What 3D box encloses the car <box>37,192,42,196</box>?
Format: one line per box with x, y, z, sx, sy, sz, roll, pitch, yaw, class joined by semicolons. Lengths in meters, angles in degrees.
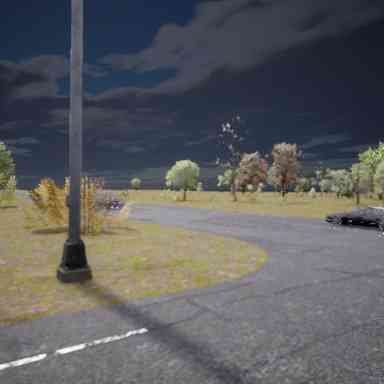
-39.748;0.706;86.549;1.895;1.301;4.718;0;1;-28;car

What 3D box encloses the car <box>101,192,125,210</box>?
-9.985;0.998;39.513;2.150;2.045;5.566;0;1;-35;car

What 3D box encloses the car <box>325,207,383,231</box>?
11.376;1.640;21.348;2.033;1.411;5.357;0;1;-35;car
